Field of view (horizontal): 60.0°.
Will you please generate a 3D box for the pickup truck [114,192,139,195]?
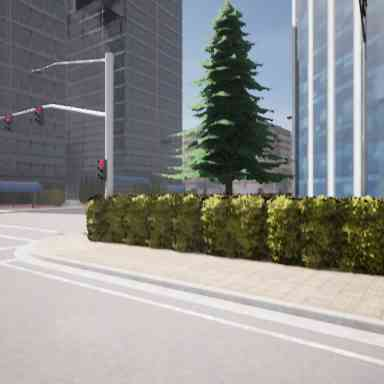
[{"bbox_3d":[-11.344,1.025,58.796,6.274,2.098,2.390,0,0,-24],"label":"pickup truck"}]
